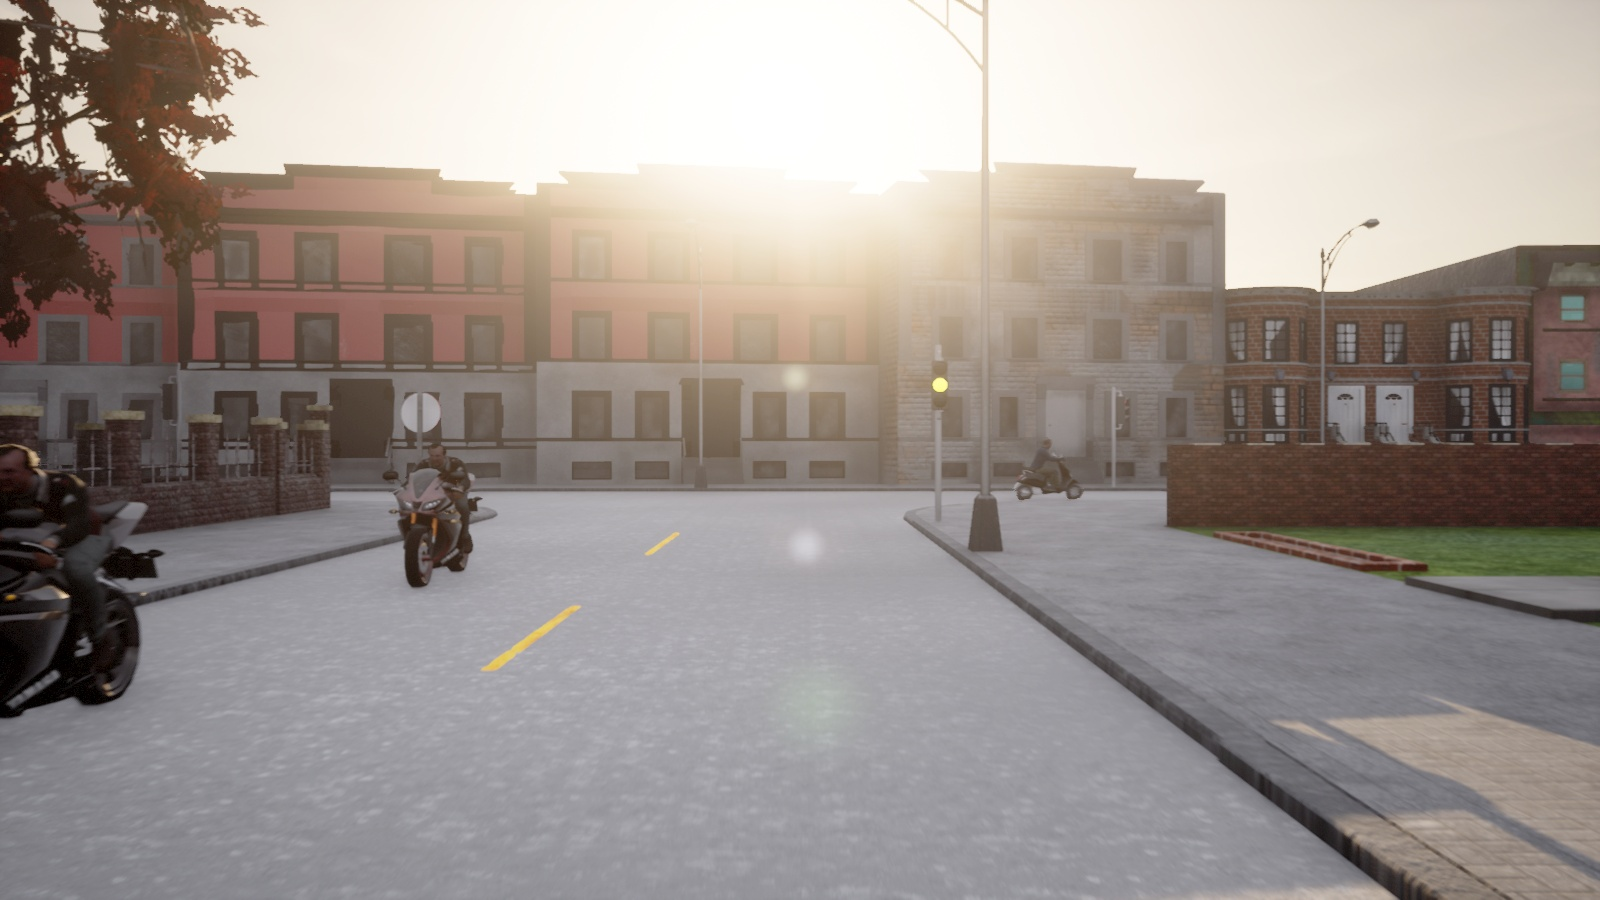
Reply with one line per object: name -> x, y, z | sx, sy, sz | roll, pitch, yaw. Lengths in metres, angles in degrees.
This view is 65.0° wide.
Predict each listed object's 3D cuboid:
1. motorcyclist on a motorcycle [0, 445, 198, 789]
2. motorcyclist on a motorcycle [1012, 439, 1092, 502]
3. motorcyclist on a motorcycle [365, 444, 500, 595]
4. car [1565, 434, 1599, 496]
motorcyclist on a motorcycle -> -4.028, 0.742, 6.446 | 0.866, 1.530, 2.191 | 0, 0, -2
motorcyclist on a motorcycle -> 6.465, 0.523, 32.283 | 1.817, 1.590, 0.866 | 0, 1, -6
motorcyclist on a motorcycle -> -3.983, 0.701, 13.806 | 0.866, 1.530, 2.191 | 0, 0, -1
car -> 25.123, 0.419, 36.459 | 4.553, 1.767, 2.097 | 0, 0, 0
